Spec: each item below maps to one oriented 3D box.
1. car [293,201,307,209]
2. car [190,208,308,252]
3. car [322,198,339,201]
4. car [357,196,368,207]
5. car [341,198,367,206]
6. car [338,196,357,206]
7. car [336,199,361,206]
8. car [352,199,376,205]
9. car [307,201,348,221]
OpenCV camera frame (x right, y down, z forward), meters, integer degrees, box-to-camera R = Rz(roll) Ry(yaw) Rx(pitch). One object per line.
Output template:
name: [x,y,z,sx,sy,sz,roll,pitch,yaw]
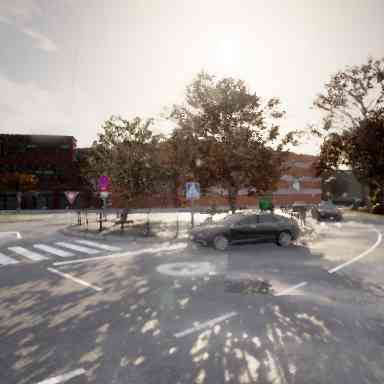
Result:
car: [15.116,1.975,46.343,2.033,1.411,5.357,-1,-1,18]
car: [2.313,1.614,14.410,4.892,1.490,1.837,-1,0,-17]
car: [19.083,1.921,47.136,2.128,1.511,4.902,-1,-1,20]
car: [33.401,1.847,61.874,5.566,2.045,2.150,1,-1,-42]
car: [36.439,2.235,74.873,2.097,1.535,5.008,0,-1,-42]
car: [32.208,1.952,71.126,2.435,2.045,5.566,0,-1,-42]
car: [34.332,2.259,72.987,2.002,1.452,4.674,0,-1,-42]
car: [40.654,2.303,78.637,2.002,1.452,4.674,0,-1,-42]
car: [11.664,1.736,29.039,2.033,1.411,5.357,0,-1,12]
